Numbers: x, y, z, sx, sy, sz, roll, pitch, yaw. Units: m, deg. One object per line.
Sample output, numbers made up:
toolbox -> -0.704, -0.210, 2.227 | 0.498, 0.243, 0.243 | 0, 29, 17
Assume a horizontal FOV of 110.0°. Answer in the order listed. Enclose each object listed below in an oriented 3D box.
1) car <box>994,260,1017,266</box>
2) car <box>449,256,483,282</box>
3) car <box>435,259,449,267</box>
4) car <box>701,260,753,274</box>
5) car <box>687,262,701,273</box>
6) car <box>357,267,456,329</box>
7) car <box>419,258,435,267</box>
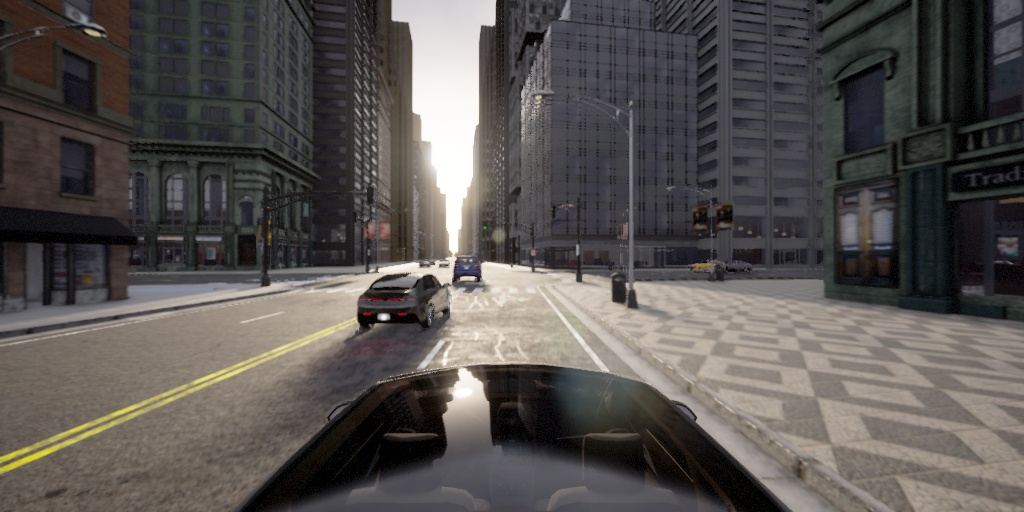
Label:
car -> 52.231, 1.188, 37.956 | 5.008, 1.535, 1.882 | 0, 0, -9
car -> -3.619, 0.980, 29.430 | 2.150, 2.045, 5.566 | 0, 0, -5
car -> -12.022, 1.337, 63.496 | 2.033, 1.411, 5.357 | 0, 0, -9
car -> 24.249, 1.237, 39.966 | 4.902, 1.511, 2.128 | 0, 0, -9
car -> 23.677, 1.228, 43.161 | 5.008, 1.535, 1.882 | 0, 0, -9
car -> -3.146, 1.256, 11.230 | 1.837, 1.490, 4.892 | 0, 0, 0
car -> -15.230, 1.337, 62.975 | 2.033, 1.411, 5.357 | 0, 0, -9
